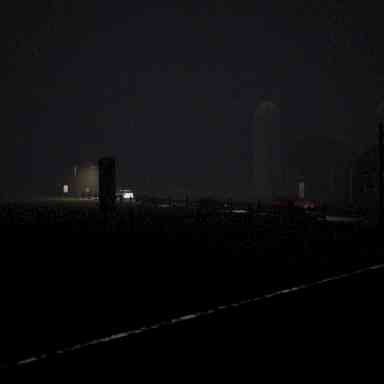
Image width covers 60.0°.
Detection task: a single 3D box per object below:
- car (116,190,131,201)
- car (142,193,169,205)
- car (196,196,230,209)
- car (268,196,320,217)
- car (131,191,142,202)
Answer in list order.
[{"bbox_3d":[-13.645,0.621,66.063,2.150,2.045,5.566,-1,1,-36],"label":"car"},{"bbox_3d":[-5.192,1.129,49.536,1.812,1.442,4.674,-1,1,-36],"label":"car"},{"bbox_3d":[2.393,1.219,38.978,2.128,1.511,4.902,-1,1,-36],"label":"car"},{"bbox_3d":[9.050,1.184,29.792,2.097,1.767,4.553,-1,1,-36],"label":"car"},{"bbox_3d":[-8.308,0.982,58.711,2.128,1.511,4.902,-1,1,-36],"label":"car"}]
